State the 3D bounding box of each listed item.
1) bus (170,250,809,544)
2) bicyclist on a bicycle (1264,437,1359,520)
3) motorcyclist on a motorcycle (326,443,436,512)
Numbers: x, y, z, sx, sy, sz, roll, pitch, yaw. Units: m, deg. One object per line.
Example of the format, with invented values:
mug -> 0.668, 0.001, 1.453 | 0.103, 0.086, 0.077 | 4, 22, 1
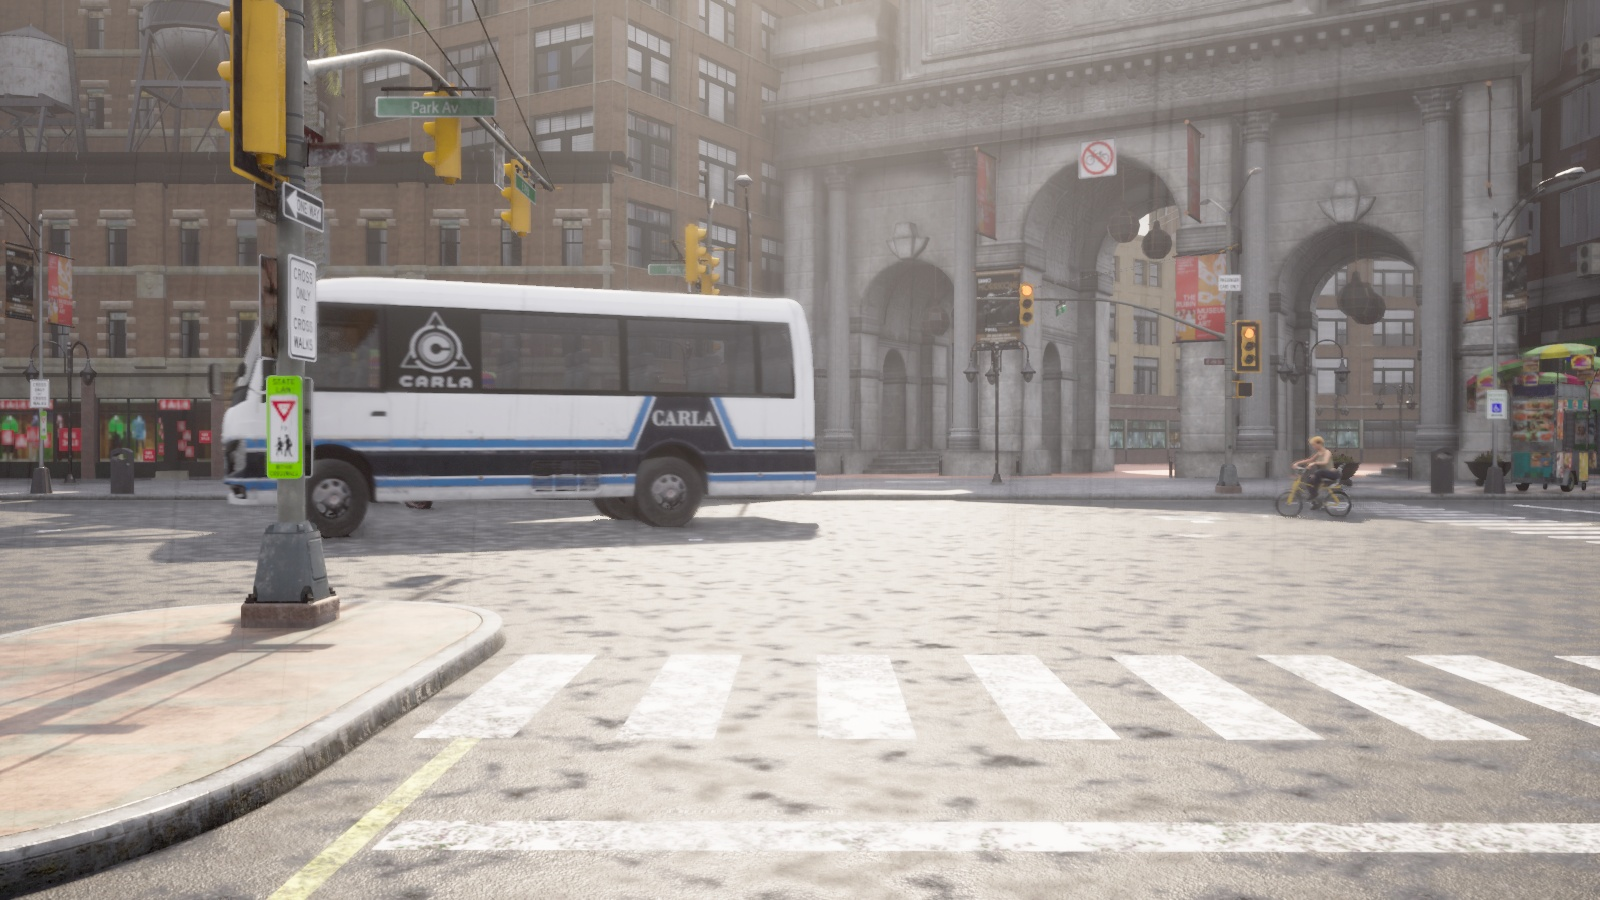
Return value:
bus -> -5.327, -0.759, 22.153 | 10.273, 4.253, 3.944 | 0, 0, -26
bicyclist on a bicycle -> 10.069, 0.551, 24.774 | 1.509, 1.612, 0.866 | 0, 0, 1
motorcyclist on a motorcycle -> -9.506, 0.613, 28.549 | 2.191, 1.530, 0.866 | 0, 0, 1
